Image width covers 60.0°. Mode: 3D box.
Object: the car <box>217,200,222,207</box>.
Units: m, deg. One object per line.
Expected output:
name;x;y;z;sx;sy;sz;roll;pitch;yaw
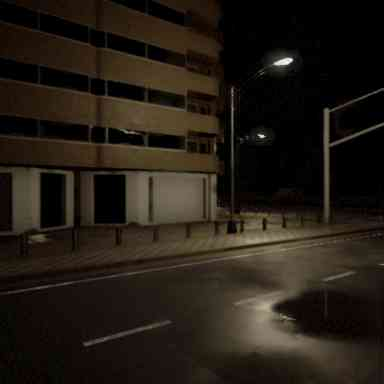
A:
car;2.315;1.333;48.983;2.097;1.767;4.553;0;0;-36
